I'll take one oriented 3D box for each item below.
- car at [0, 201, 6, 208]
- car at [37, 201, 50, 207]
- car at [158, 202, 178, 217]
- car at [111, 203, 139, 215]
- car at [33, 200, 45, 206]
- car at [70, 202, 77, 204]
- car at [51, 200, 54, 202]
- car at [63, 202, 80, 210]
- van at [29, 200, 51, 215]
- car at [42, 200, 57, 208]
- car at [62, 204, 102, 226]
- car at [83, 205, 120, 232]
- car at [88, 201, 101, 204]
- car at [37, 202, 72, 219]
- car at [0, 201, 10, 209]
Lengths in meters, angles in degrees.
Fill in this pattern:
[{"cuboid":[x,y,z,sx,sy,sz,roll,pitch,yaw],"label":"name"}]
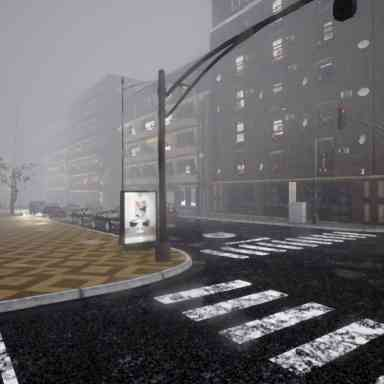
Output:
[{"cuboid":[-44.702,2.861,77.290,1.887,1.381,4.507,-2,0,-36],"label":"car"},{"cuboid":[-34.647,2.735,77.692,1.947,1.339,4.313,-2,0,-36],"label":"car"},{"cuboid":[-3.201,1.824,34.466,1.967,1.590,4.097,-2,0,-36],"label":"car"},{"cuboid":[-8.459,2.096,41.648,1.802,1.307,4.206,-2,0,-36],"label":"car"},{"cuboid":[-37.913,2.796,82.203,1.887,1.381,4.507,-2,0,-36],"label":"car"},{"cuboid":[-18.640,2.299,51.178,1.994,1.385,4.181,-1,-1,-36],"label":"car"},{"cuboid":[-25.430,2.469,60.555,1.994,1.385,4.181,-1,-1,-36],"label":"car"},{"cuboid":[-21.585,2.423,59.647,1.802,1.307,4.206,-2,0,-36],"label":"car"},{"cuboid":[-19.884,2.034,42.950,1.690,1.788,3.998,-2,0,-36],"label":"van"},{"cuboid":[-31.385,2.527,73.180,1.967,1.590,4.097,-2,0,-36],"label":"car"},{"cuboid":[-8.885,1.969,27.589,2.008,1.369,4.403,-2,0,-36],"label":"car"},{"cuboid":[-5.619,1.887,23.078,2.008,1.369,4.403,-2,0,-36],"label":"car"},{"cuboid":[-15.054,2.118,50.627,1.967,1.590,4.097,-2,0,-36],"label":"car"},{"cuboid":[-14.964,2.114,36.064,1.887,1.381,4.507,-2,0,-36],"label":"car"},{"cuboid":[-38.171,2.702,68.267,2.008,1.369,4.403,-2,0,-36],"label":"car"}]
